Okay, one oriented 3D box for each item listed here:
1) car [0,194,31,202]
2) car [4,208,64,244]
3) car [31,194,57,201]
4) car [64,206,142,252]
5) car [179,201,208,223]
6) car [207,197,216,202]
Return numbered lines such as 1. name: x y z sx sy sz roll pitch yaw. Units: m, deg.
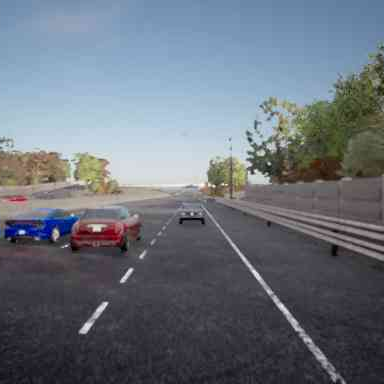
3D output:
1. car: -24.575 1.275 44.991 2.150 2.045 5.566 0 0 0
2. car: -6.900 1.482 15.961 1.882 1.535 5.008 0 0 0
3. car: -21.062 1.279 46.988 2.150 2.045 5.566 0 0 1
4. car: -3.402 1.355 14.028 2.097 1.767 4.553 0 0 0
5. car: -0.002 1.563 25.309 2.033 1.411 5.357 0 0 0
6. car: 5.619 2.043 93.369 1.812 1.442 4.674 0 -1 20
